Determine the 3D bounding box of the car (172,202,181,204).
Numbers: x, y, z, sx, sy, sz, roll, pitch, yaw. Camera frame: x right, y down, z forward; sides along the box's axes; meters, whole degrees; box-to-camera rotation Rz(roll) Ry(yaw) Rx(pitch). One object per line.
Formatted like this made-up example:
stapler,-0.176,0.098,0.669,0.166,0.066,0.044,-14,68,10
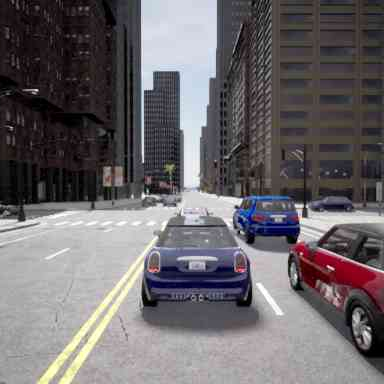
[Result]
car,0.089,1.479,17.075,2.128,1.511,4.902,0,0,0

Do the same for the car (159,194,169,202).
car,-6.518,1.308,77.414,2.097,1.767,4.553,0,0,0

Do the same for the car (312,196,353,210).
car,16.670,1.322,39.636,4.097,1.590,1.967,0,1,0

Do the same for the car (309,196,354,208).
car,15.345,1.276,36.934,4.553,1.767,2.097,0,1,-1

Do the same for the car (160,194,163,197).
car,-6.572,1.521,62.815,1.994,1.385,4.181,0,0,0

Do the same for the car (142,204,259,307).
car,0.094,1.347,8.138,2.097,1.767,4.553,0,0,0

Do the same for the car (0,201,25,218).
car,-18.087,1.558,30.683,4.892,1.490,1.837,0,1,-1

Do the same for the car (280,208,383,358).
car,3.344,1.349,6.180,2.097,1.767,4.553,0,0,0

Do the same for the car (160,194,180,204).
car,-3.344,1.488,51.331,1.812,1.442,4.674,0,0,2

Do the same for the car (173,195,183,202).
car,-3.268,1.492,78.871,2.033,1.411,5.357,0,0,0

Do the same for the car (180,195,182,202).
car,-3.281,1.481,67.590,1.812,1.442,4.674,0,0,0

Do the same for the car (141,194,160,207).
car,-6.598,1.467,51.389,1.837,1.490,4.892,0,0,2

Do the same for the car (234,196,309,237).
car,3.349,1.210,15.890,2.150,2.045,5.566,0,0,-2
